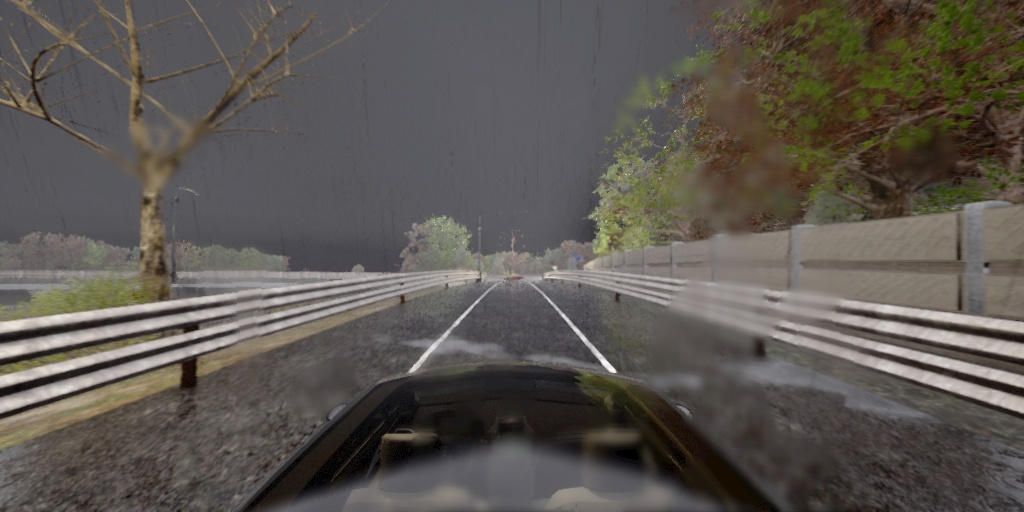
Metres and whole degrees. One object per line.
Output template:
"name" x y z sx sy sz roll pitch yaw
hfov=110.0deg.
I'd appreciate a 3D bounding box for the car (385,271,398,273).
"car" -17.868 3.109 54.277 5.008 1.535 1.882 3 -5 -41
